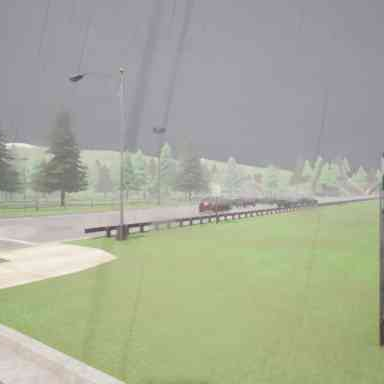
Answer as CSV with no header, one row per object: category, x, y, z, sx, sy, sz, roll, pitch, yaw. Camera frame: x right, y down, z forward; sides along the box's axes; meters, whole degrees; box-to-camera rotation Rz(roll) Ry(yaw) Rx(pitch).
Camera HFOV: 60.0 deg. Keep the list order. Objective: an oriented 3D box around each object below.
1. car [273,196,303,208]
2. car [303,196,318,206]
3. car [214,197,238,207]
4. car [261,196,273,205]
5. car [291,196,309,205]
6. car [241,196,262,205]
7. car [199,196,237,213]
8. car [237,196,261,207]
car,13.294,1.500,45.782,1.837,1.490,4.892,0,0,35
car,19.157,1.500,54.243,1.837,1.490,4.892,0,0,35
car,5.366,1.555,52.742,1.994,1.385,4.181,0,0,35
car,13.896,1.484,58.935,2.128,1.511,4.902,0,0,35
car,19.932,1.519,61.278,1.812,1.442,4.674,0,0,35
car,11.028,1.469,60.941,1.882,1.535,5.008,0,0,35
car,2.677,1.345,36.620,2.097,1.767,4.553,0,0,35
car,8.063,1.484,50.505,2.128,1.511,4.902,0,0,35
